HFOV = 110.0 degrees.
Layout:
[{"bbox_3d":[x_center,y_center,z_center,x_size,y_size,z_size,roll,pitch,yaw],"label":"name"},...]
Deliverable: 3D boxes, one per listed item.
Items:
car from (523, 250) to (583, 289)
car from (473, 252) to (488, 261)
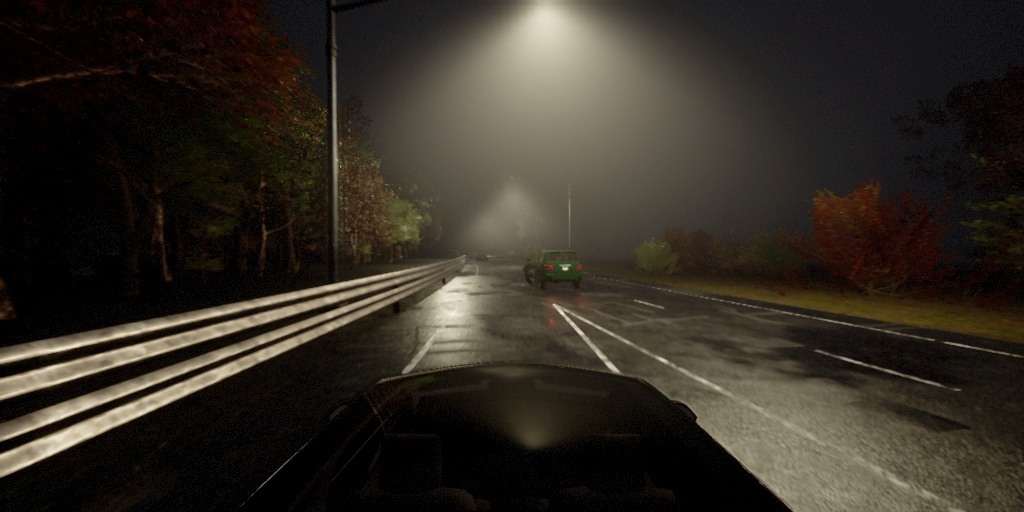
[{"bbox_3d":[2.163,0.673,20.225,2.150,2.045,5.566,0,1,-10],"label":"car"},{"bbox_3d":[-5.428,0.218,63.811,1.994,1.385,4.181,0,1,-10],"label":"car"}]
